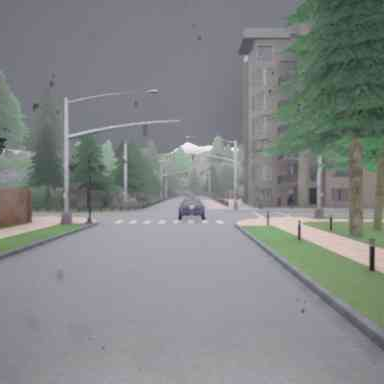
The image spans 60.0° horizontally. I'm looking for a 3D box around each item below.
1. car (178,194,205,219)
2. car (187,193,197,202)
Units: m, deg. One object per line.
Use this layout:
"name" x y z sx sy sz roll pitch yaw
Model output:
"car" -0.047 1.258 28.029 2.097 1.767 4.553 0 0 -1
"car" -0.039 1.115 71.579 2.097 1.767 4.553 0 0 0
